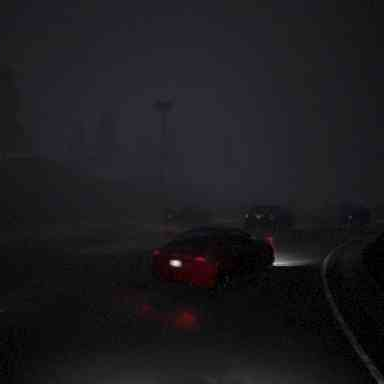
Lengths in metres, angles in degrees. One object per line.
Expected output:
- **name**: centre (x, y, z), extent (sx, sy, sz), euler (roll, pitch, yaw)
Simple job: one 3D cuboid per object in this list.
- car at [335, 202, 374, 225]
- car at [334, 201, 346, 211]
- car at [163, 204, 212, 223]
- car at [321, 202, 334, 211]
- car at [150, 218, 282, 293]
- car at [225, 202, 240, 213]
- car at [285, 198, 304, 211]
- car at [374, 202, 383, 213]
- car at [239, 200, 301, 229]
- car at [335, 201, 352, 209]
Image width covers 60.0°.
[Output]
- **car**: centre (13.987, 1.871, 28.444), extent (1.882, 1.535, 5.008), euler (0, 0, 35)
- **car**: centre (20.858, 2.105, 44.510), extent (1.837, 1.490, 4.892), euler (0, -1, 35)
- **car**: centre (-0.213, 1.673, 26.382), extent (1.882, 1.535, 5.008), euler (0, 0, 35)
- **car**: centre (21.697, 2.217, 52.046), extent (2.033, 1.411, 5.357), euler (0, -1, 35)
- **car**: centre (0.753, 1.644, 9.336), extent (1.994, 1.385, 4.181), euler (0, -1, 35)
- **car**: centre (6.123, 1.939, 41.686), extent (2.033, 1.411, 5.357), euler (0, 0, 35)
- **car**: centre (13.996, 2.009, 46.896), extent (1.882, 1.535, 5.008), euler (0, -1, 35)
- **car**: centre (26.973, 2.193, 47.193), extent (2.128, 1.511, 4.902), euler (0, -1, 35)
- **car**: centre (5.249, 1.584, 21.972), extent (2.097, 1.767, 4.553), euler (0, -1, 35)
- **car**: centre (27.629, 2.383, 60.611), extent (1.994, 1.385, 4.181), euler (0, -1, 35)
